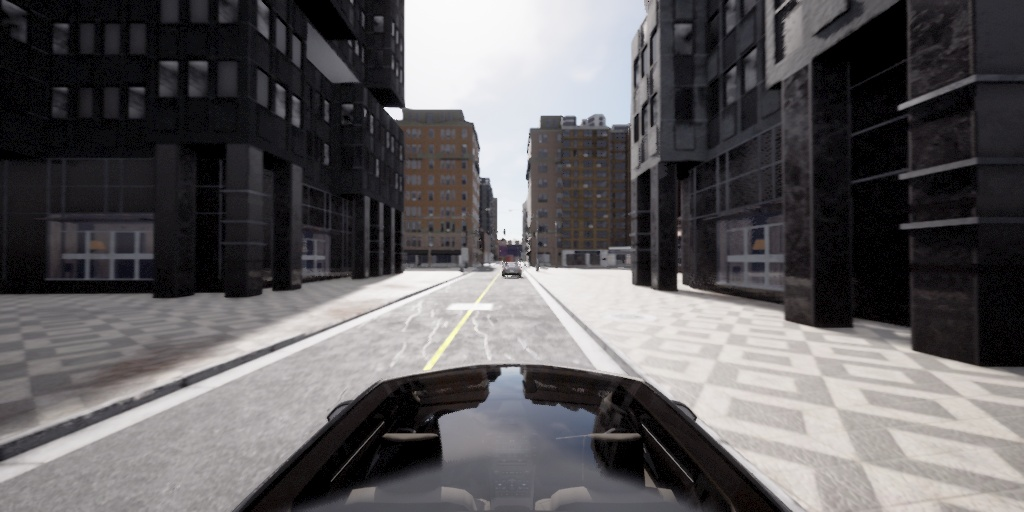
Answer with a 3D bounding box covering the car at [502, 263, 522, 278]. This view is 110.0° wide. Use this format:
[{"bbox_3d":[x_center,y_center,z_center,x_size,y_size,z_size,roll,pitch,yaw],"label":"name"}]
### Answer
[{"bbox_3d":[-0.020,1.391,35.637,1.994,1.385,4.181,0,0,0],"label":"car"}]
